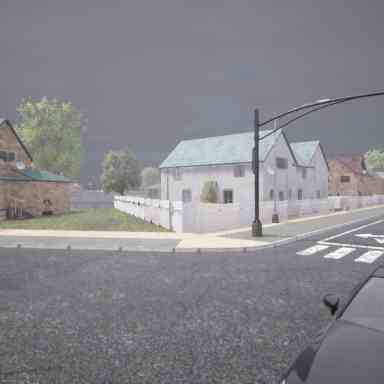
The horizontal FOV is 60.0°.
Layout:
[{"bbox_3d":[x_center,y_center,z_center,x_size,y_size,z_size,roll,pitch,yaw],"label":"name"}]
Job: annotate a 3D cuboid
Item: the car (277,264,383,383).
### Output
[{"bbox_3d":[2.551,1.525,3.450,1.812,1.442,4.674,0,0,42],"label":"car"}]
